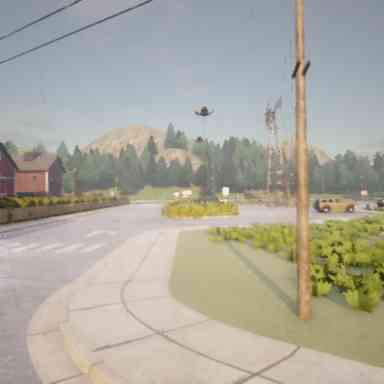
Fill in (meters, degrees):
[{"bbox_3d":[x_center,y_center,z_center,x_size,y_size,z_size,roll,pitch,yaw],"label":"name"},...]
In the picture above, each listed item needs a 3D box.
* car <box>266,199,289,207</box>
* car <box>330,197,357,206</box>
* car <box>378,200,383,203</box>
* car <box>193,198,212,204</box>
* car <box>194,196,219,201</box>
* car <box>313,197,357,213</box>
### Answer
[{"bbox_3d":[15.585,1.922,60.811,3.905,1.438,1.784,-1,-1,-1],"label":"car"},{"bbox_3d":[28.411,1.758,62.357,4.193,1.474,1.816,-1,-1,-1],"label":"car"},{"bbox_3d":[29.345,1.430,48.898,3.866,1.878,1.905,-1,-1,-1],"label":"car"},{"bbox_3d":[2.841,2.306,89.410,5.008,1.535,1.882,-1,-1,-1],"label":"car"},{"bbox_3d":[2.905,1.873,69.987,5.566,2.045,2.150,-1,-1,-1],"label":"car"},{"bbox_3d":[16.376,1.495,38.348,4.605,1.855,1.932,-1,-1,-1],"label":"car"}]
